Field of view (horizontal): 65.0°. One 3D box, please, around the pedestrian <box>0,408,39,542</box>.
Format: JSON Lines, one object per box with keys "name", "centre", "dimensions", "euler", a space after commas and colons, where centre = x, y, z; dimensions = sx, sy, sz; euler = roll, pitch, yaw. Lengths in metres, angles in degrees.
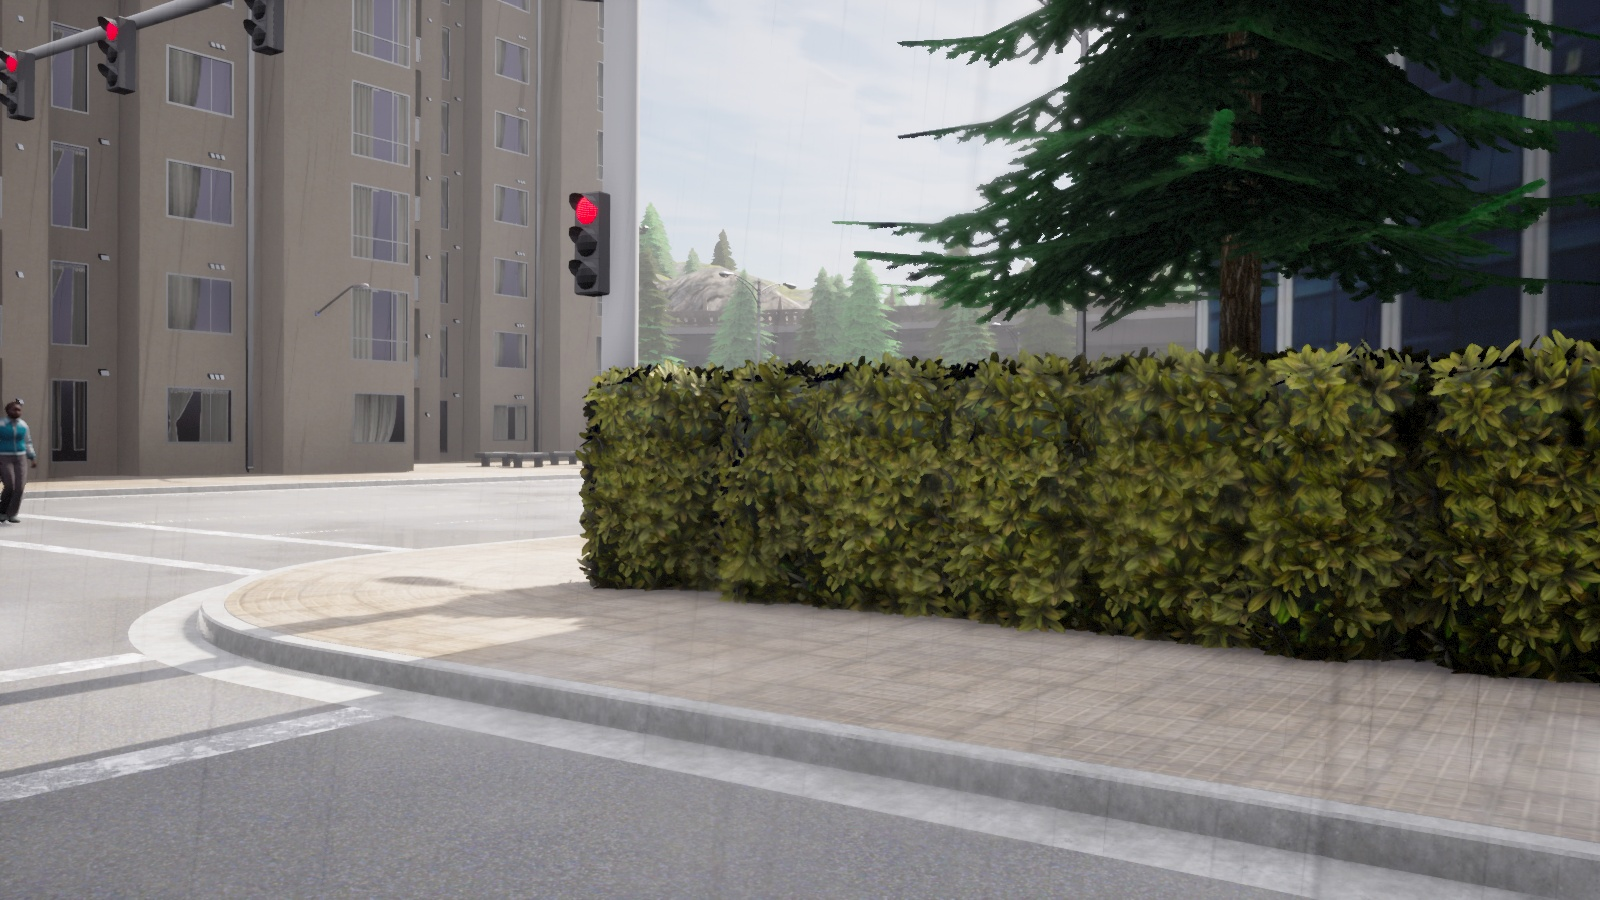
{"name": "pedestrian", "centre": [-11.563, 0.352, 18.479], "dimensions": [0.692, 1.930, 0.396], "euler": [0, 1, 41]}
